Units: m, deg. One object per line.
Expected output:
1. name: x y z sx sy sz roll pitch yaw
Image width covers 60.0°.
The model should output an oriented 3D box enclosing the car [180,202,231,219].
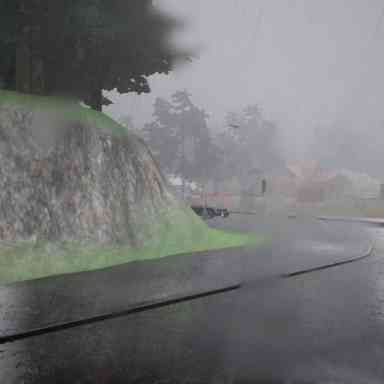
1. car: 1.288 1.601 29.672 1.895 1.301 4.718 0 0 -35
